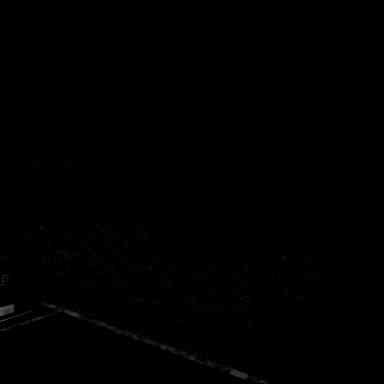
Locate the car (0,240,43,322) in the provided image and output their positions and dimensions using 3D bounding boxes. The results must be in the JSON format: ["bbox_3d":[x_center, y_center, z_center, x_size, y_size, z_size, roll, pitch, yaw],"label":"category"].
[{"bbox_3d":[-4.523,1.500,6.190,4.403,1.369,2.008,0,0,36],"label":"car"}]
